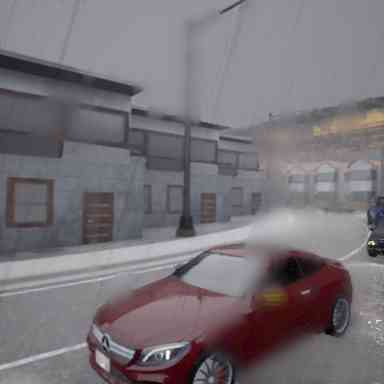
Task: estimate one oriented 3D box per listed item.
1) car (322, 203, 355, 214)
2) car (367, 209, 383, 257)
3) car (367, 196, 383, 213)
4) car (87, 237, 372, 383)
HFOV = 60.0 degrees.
[{"bbox_3d":[19.427,2.107,44.347,2.033,1.411,5.357,1,-2,-8],"label":"car"},{"bbox_3d":[8.060,1.608,12.759,2.033,1.411,5.357,0,0,35],"label":"car"},{"bbox_3d":[13.041,1.309,21.896,2.150,2.045,5.566,1,0,20],"label":"car"},{"bbox_3d":[0.803,1.559,5.080,4.674,1.442,1.812,1,0,-41],"label":"car"}]
